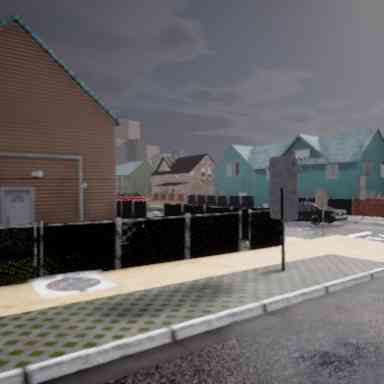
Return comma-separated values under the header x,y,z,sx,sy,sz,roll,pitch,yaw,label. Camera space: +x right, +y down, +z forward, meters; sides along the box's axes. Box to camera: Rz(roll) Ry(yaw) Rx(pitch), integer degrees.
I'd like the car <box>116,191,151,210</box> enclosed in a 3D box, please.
x,y,z,sx,sy,sz,roll,pitch,yaw,label
-6.705,0.949,37.308,2.150,2.045,5.566,-1,1,-36,car

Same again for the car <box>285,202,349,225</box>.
x,y,z,sx,sy,sz,roll,pitch,yaw,label
7.692,1.392,22.575,2.033,1.411,5.357,-1,1,-36,car

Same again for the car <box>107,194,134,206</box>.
x,y,z,sx,sy,sz,roll,pitch,yaw,label
-10.207,1.112,46.979,1.837,1.490,4.892,-1,1,-37,car
